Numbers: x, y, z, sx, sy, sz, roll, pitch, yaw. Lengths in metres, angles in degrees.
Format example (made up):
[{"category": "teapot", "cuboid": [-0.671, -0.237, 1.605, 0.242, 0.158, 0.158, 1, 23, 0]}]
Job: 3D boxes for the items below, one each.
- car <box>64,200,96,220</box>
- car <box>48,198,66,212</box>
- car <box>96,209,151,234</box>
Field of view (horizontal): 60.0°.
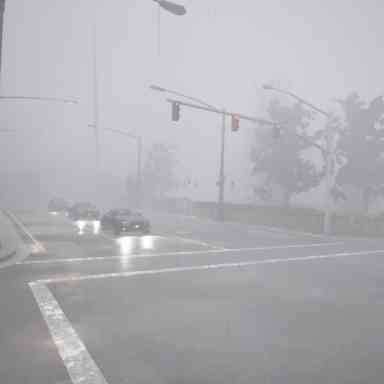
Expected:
[{"category": "car", "cuboid": [-9.292, 1.623, 28.553, 1.994, 1.385, 4.181, 3, -1, -32]}, {"category": "car", "cuboid": [-15.487, 1.472, 38.724, 1.837, 1.490, 4.892, 3, 0, -31]}, {"category": "car", "cuboid": [-4.051, 1.698, 19.972, 1.994, 1.385, 4.181, 3, -1, -31]}]
